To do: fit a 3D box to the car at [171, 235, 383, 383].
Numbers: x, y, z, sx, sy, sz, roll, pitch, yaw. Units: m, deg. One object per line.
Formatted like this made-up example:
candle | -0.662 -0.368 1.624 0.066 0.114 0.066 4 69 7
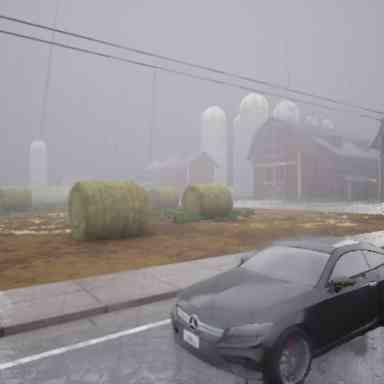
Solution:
car | 1.888 1.487 5.334 4.674 1.442 1.812 0 0 -35
